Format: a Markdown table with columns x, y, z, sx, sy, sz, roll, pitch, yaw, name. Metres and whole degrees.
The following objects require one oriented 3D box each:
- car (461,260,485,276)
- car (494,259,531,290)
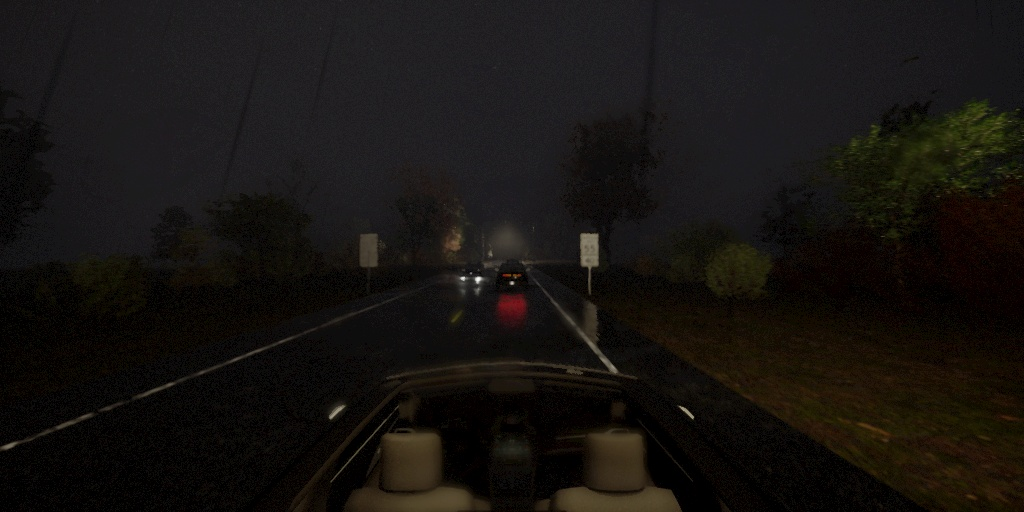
| x | y | z | sx | sy | sz | roll | pitch | yaw | name |
| --- | --- | --- | --- | --- | --- | --- | --- | --- | --- |
| -3.522 | 1.107 | 33.538 | 2.033 | 1.411 | 5.357 | 0 | 0 | 0 | car |
| 0.020 | 1.128 | 21.059 | 1.837 | 1.490 | 4.892 | 0 | 1 | 0 | car |
